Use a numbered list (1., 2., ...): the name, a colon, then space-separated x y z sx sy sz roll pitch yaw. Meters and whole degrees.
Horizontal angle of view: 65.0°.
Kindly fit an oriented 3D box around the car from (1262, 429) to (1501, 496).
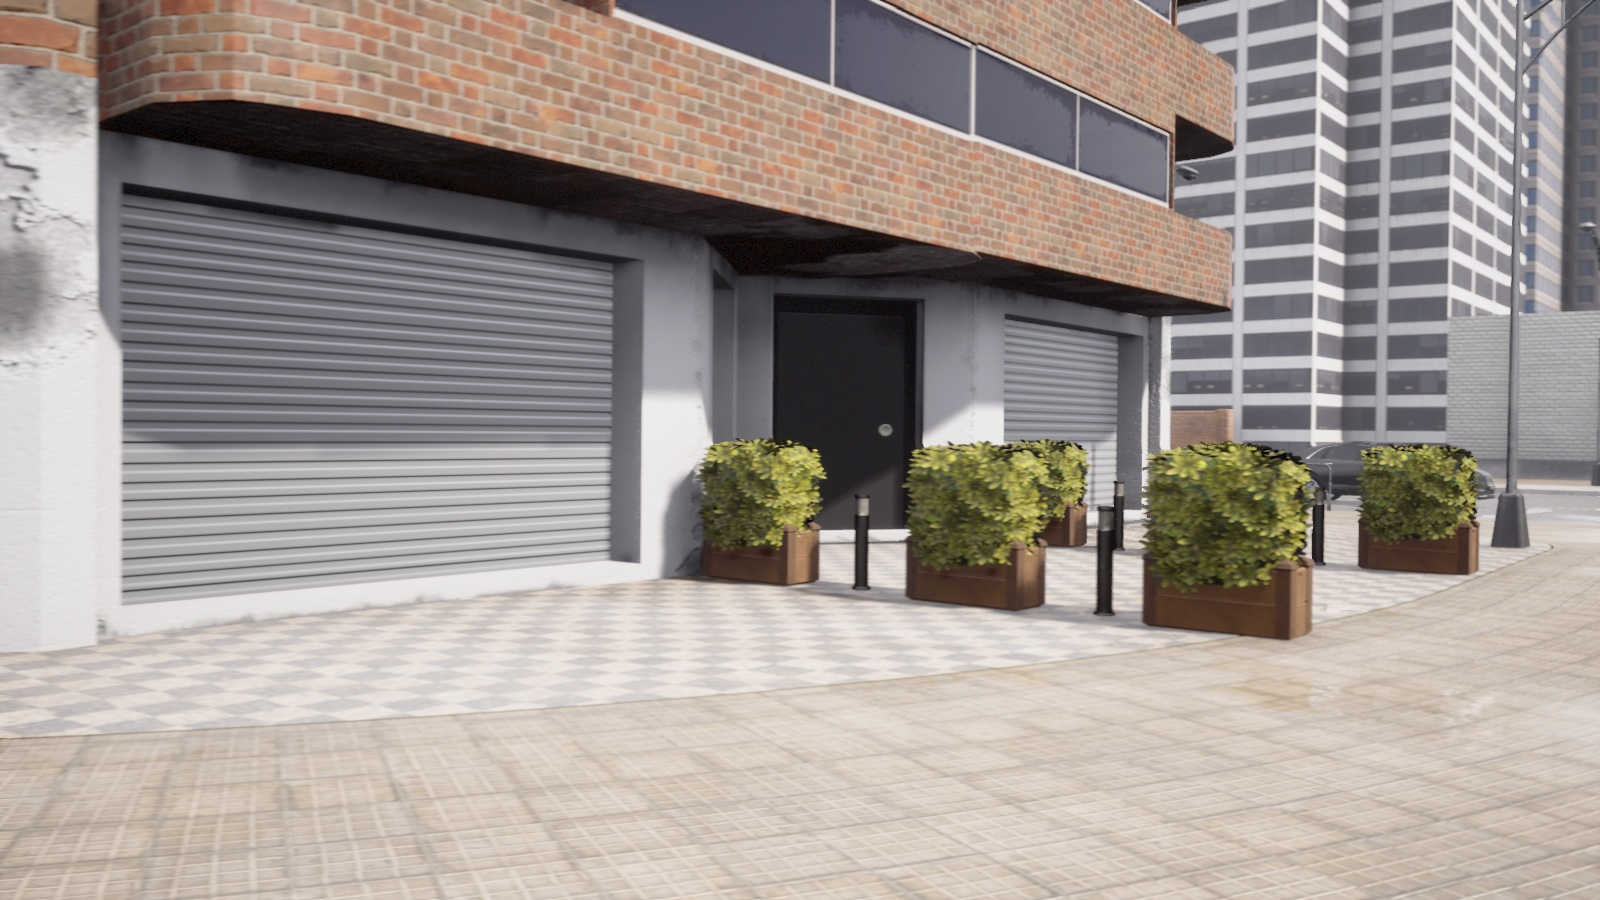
1. car: 13.865 0.263 30.118 4.892 1.490 1.837 0 1 39
